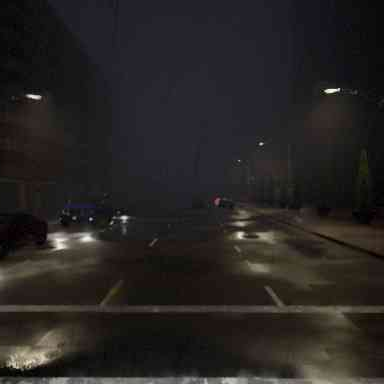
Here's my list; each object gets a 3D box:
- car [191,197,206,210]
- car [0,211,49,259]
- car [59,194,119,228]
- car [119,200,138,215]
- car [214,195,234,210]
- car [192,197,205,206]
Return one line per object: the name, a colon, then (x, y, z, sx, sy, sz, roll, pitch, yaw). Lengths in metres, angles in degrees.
car: (0.838, 1.494, 42.432, 2.033, 1.411, 5.357, 0, 0, 1)
car: (-7.036, 1.489, 12.506, 1.812, 1.442, 4.674, 0, 0, 1)
car: (-6.872, 1.178, 22.414, 2.150, 2.045, 5.566, 0, 0, 2)
car: (-6.604, 1.496, 32.876, 2.033, 1.411, 5.357, 0, 0, 2)
car: (4.347, 1.440, 42.827, 2.128, 1.511, 4.902, 0, 0, 1)
car: (1.014, 1.487, 53.056, 2.033, 1.411, 5.357, 0, 0, 1)
